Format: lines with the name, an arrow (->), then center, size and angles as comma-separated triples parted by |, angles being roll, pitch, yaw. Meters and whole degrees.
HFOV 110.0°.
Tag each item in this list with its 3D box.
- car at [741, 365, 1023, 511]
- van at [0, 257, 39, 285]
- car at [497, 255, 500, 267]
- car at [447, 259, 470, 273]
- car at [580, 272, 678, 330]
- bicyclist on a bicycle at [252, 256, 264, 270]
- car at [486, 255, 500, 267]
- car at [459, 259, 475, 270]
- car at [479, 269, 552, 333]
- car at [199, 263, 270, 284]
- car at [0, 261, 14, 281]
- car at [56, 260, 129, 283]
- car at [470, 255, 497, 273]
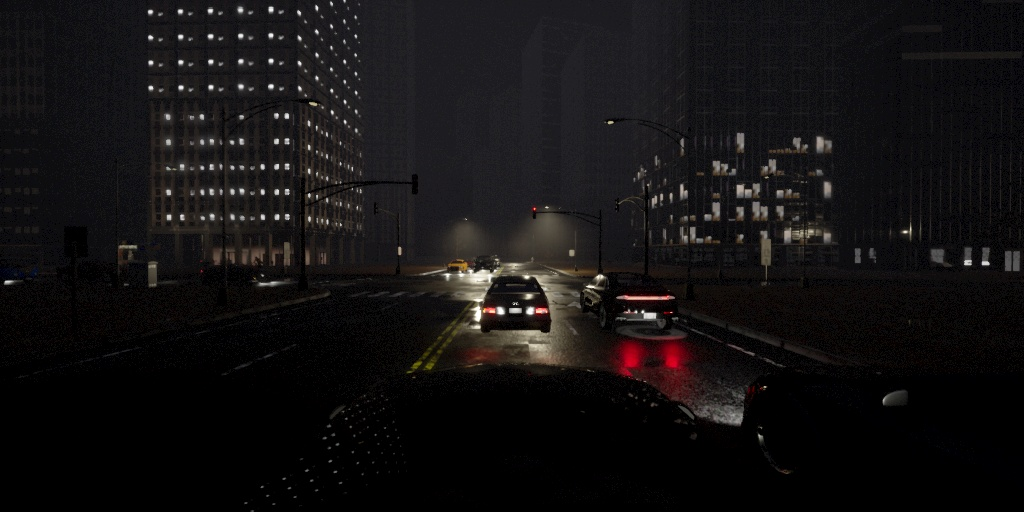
car -> 3.354, 1.314, 1.969 | 1.994, 1.385, 4.181 | 0, 0, 0
van -> -33.905, 0.959, 23.672 | 3.998, 1.789, 1.690 | 0, 0, 2
car -> -3.276, 1.048, 52.878 | 2.097, 1.767, 4.553 | 0, 0, 0
car -> -6.540, 1.193, 43.248 | 1.882, 1.535, 5.008 | 0, 0, 0
car -> 3.359, 1.238, 11.125 | 2.128, 1.511, 4.902 | 0, 0, 0
bicyclist on a bicycle -> -24.659, 0.867, 34.749 | 0.582, 1.620, 1.656 | 0, 1, 1
car -> -3.253, 0.896, 63.106 | 2.150, 2.045, 5.566 | 0, 0, 0
car -> -6.526, 1.223, 52.660 | 1.812, 1.442, 4.674 | 0, 0, 0
car -> 0.111, 1.294, 10.713 | 2.033, 1.411, 5.357 | 0, 0, 1
car -> -19.955, 1.227, 25.889 | 4.181, 1.385, 1.994 | 0, 0, 1
car -> -40.289, 1.092, 26.442 | 4.674, 1.442, 1.812 | 0, 0, 2
car -> -30.047, 1.093, 26.155 | 5.008, 1.535, 1.882 | 0, 0, 2
car -> -3.291, 0.937, 42.924 | 2.150, 2.045, 5.566 | 0, 0, 0
